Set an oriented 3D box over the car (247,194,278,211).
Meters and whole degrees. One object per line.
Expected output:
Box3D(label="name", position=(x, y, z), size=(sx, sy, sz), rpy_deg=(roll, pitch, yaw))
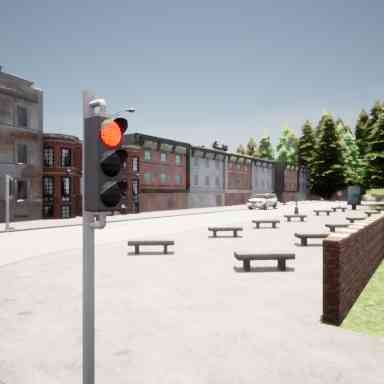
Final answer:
Box3D(label="car", position=(8.959, 1.224, 42.021), size=(2.150, 2.045, 5.566), rpy_deg=(0, 0, 36))
